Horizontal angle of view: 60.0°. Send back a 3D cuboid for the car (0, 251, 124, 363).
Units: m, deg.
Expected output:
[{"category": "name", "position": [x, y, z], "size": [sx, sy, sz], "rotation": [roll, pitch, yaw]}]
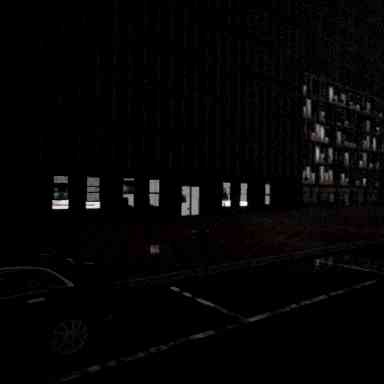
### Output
[{"category": "car", "position": [-3.096, 1.548, 4.339], "size": [4.403, 1.369, 2.008], "rotation": [0, 1, -35]}]
